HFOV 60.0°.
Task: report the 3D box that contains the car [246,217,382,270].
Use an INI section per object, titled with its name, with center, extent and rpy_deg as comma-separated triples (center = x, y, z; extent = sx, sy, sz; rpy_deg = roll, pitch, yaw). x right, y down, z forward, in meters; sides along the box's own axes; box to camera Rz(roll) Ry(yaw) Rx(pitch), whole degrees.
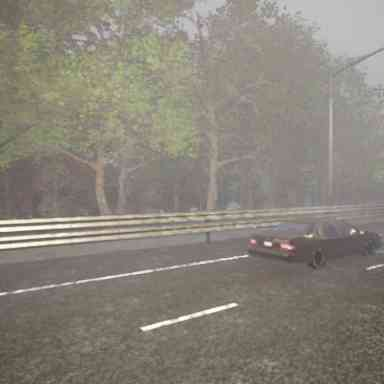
[car]
center = 4.235, 1.552, 11.123
extent = 5.357, 1.411, 2.033
rpy_deg = 0, 0, -36
